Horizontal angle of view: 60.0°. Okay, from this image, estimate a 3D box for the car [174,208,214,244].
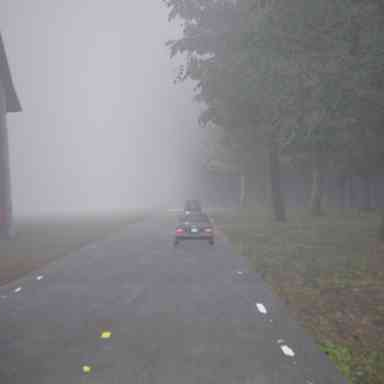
[{"bbox_3d":[0.095,1.713,16.582,2.033,1.411,5.357,0,-1,0],"label":"car"}]

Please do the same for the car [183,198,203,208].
[{"bbox_3d":[0.091,1.791,40.074,2.150,2.045,5.566,0,-1,0],"label":"car"}]
